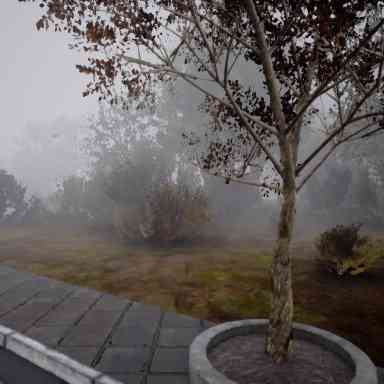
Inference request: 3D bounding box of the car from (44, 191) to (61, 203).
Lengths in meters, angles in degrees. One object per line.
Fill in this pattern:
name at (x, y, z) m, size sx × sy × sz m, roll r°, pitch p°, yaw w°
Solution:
car at (-17.810, 0.930, 42.879) m, size 2.150 × 2.045 × 5.566 m, roll 1°, pitch 1°, yaw 32°
